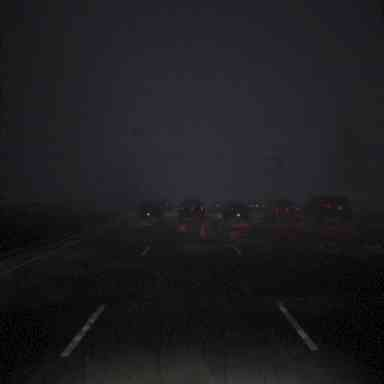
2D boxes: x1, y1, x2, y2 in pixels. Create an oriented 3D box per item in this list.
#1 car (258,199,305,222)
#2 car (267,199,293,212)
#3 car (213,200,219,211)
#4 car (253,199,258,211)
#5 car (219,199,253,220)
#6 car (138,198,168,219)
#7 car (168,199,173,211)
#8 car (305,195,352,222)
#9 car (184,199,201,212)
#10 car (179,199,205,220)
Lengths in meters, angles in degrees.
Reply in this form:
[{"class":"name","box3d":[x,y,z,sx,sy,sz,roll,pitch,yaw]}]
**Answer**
[{"class":"car","box3d":[7.016,1.341,26.563,2.097,1.767,4.553,0,0,0]},{"class":"car","box3d":[10.538,1.585,39.974,1.895,1.301,4.718,0,0,0]},{"class":"car","box3d":[3.539,1.586,40.225,1.895,1.301,4.718,0,0,0]},{"class":"car","box3d":[7.024,1.533,38.232,2.033,1.411,5.357,0,0,0]},{"class":"car","box3d":[3.523,1.493,27.503,1.837,1.490,4.892,0,0,1]},{"class":"car","box3d":[-3.463,1.497,28.904,1.837,1.490,4.892,0,1,1]},{"class":"car","box3d":[-3.462,1.511,41.052,1.812,1.442,4.674,0,0,0]},{"class":"car","box3d":[10.515,1.212,26.332,2.150,2.045,5.566,0,0,0]},{"class":"car","box3d":[0.038,1.586,40.446,1.895,1.301,4.718,0,0,0]},{"class":"car","box3d":[0.031,1.341,28.182,2.097,1.767,4.553,0,0,1]}]
